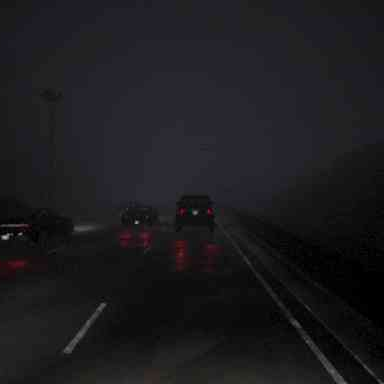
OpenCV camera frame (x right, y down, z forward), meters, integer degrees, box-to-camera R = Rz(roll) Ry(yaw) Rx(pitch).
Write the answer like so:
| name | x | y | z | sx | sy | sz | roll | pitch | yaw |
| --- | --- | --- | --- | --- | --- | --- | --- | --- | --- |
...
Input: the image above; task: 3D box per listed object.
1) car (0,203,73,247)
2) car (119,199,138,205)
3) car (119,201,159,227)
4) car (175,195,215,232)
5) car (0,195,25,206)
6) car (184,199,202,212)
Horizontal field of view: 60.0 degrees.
| name | x | y | z | sx | sy | sz | roll | pitch | yaw |
| --- | --- | --- | --- | --- | --- | --- | --- | --- | --- |
| car | -6.845 | 1.451 | 14.686 | 2.128 | 1.511 | 4.902 | 0 | 0 | 0 |
| car | -6.888 | 1.496 | 37.704 | 1.895 | 1.301 | 4.718 | 0 | 0 | 0 |
| car | -3.328 | 1.539 | 22.273 | 1.895 | 1.301 | 4.718 | 0 | 0 | 0 |
| car | 0.173 | 1.166 | 20.021 | 2.150 | 2.045 | 5.566 | 0 | 0 | 0 |
| car | -10.336 | 1.175 | 17.473 | 2.150 | 2.045 | 5.566 | 0 | 0 | 0 |
| car | 0.111 | 1.496 | 37.691 | 1.895 | 1.301 | 4.718 | 0 | 0 | 0 |
